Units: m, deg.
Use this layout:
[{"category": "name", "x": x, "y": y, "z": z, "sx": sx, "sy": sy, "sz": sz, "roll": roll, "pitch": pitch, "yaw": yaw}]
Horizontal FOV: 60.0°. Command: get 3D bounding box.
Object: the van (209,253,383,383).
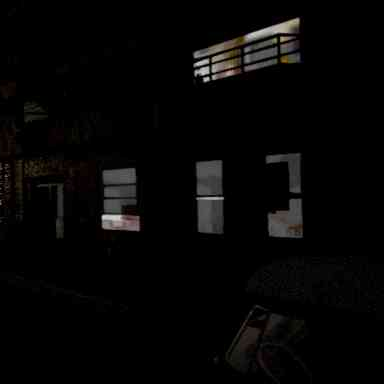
[{"category": "van", "x": 1.898, "y": 1.338, "z": 1.542, "sx": 3.998, "sy": 1.788, "sz": 1.690, "roll": 0, "pitch": -1, "yaw": 36}]
